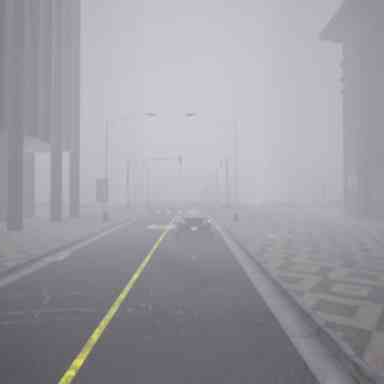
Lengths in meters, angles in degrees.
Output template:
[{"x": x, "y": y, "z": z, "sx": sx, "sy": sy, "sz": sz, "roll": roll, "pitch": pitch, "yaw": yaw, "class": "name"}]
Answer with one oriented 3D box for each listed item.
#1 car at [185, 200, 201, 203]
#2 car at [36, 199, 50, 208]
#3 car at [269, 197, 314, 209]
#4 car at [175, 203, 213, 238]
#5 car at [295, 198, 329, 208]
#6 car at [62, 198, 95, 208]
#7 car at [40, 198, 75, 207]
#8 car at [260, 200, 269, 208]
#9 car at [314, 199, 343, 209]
[{"x": 0.103, "y": 1.465, "z": 29.305, "sx": 1.882, "sy": 1.535, "sz": 5.008, "roll": 0, "pitch": 0, "yaw": 0, "class": "car"}, {"x": -20.054, "y": 1.418, "z": 41.324, "sx": 4.507, "sy": 1.381, "sz": 1.887, "roll": 0, "pitch": -1, "yaw": 0, "class": "car"}, {"x": 12.336, "y": 1.517, "z": 41.427, "sx": 4.403, "sy": 1.369, "sz": 2.008, "roll": 0, "pitch": -1, "yaw": 0, "class": "car"}, {"x": 0.103, "y": 1.517, "z": 17.672, "sx": 1.812, "sy": 1.442, "sz": 4.674, "roll": 0, "pitch": 0, "yaw": 0, "class": "car"}, {"x": 18.009, "y": 1.662, "z": 49.969, "sx": 4.403, "sy": 1.369, "sz": 2.008, "roll": 0, "pitch": -1, "yaw": 0, "class": "car"}, {"x": -14.584, "y": 1.412, "z": 41.342, "sx": 4.829, "sy": 1.417, "sz": 1.752, "roll": 0, "pitch": -1, "yaw": 0, "class": "car"}, {"x": -20.153, "y": 1.548, "z": 49.847, "sx": 4.403, "sy": 1.369, "sz": 2.008, "roll": 0, "pitch": -1, "yaw": 0, "class": "car"}, {"x": 12.339, "y": 1.531, "z": 49.953, "sx": 4.097, "sy": 1.590, "sz": 1.967, "roll": 0, "pitch": -1, "yaw": 0, "class": "car"}, {"x": 18.006, "y": 1.553, "z": 41.446, "sx": 4.313, "sy": 1.339, "sz": 1.947, "roll": 0, "pitch": -1, "yaw": 0, "class": "car"}]
